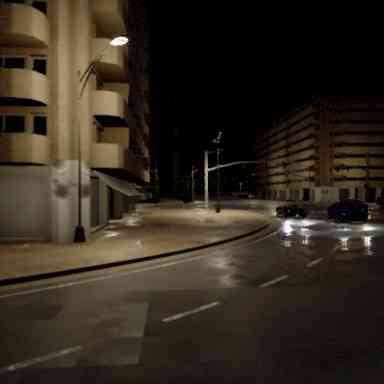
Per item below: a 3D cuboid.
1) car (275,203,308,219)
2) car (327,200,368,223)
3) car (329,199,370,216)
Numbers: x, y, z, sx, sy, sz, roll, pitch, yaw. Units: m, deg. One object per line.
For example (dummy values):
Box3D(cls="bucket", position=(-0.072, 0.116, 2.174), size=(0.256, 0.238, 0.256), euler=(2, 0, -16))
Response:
Box3D(cls="car", position=(9.050, 1.683, 30.502), size=(1.895, 1.301, 4.718), euler=(0, 0, 2))
Box3D(cls="car", position=(12.060, 1.527, 26.026), size=(1.882, 1.535, 5.008), euler=(0, 0, 8))
Box3D(cls="car", position=(16.150, 1.541, 34.453), size=(1.882, 1.535, 5.008), euler=(0, -1, 0))
